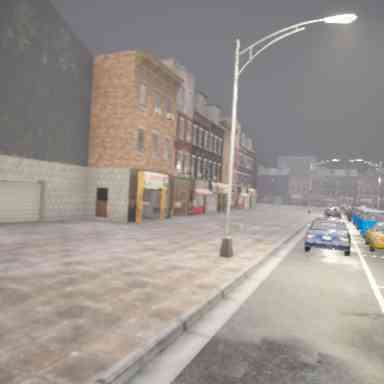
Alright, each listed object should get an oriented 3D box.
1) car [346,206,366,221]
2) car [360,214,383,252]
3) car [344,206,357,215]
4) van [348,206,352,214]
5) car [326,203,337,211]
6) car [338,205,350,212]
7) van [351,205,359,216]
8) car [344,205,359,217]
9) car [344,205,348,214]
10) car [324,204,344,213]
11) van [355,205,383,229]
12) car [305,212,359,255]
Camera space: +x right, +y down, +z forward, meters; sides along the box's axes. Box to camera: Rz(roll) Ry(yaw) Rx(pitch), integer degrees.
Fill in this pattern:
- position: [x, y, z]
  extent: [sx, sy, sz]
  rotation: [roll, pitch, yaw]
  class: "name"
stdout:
- position: [20.530, 2.634, 41.829]
  extent: [1.967, 1.590, 4.097]
  rotation: [3, 0, 23]
  class: "car"
- position: [9.377, 2.058, 16.010]
  extent: [1.752, 1.417, 4.829]
  rotation: [3, 0, 23]
  class: "car"
- position: [27.252, 3.177, 57.414]
  extent: [1.802, 1.307, 4.206]
  rotation: [3, 0, 23]
  class: "car"
- position: [16.049, 2.268, 31.439]
  extent: [1.690, 1.788, 3.998]
  rotation: [3, 0, 23]
  class: "van"
- position: [30.127, 3.232, 71.772]
  extent: [1.967, 1.590, 4.097]
  rotation: [3, 0, 23]
  class: "car"
- position: [32.099, 3.442, 70.368]
  extent: [2.008, 1.369, 4.403]
  rotation: [3, 0, 23]
  class: "car"
- position: [13.806, 2.135, 26.245]
  extent: [1.690, 1.788, 3.998]
  rotation: [3, 0, 23]
  class: "van"
- position: [25.016, 2.901, 52.219]
  extent: [1.967, 1.590, 4.097]
  rotation: [3, 0, 23]
  class: "car"
- position: [18.294, 2.375, 36.635]
  extent: [2.192, 1.841, 5.009]
  rotation: [3, 0, 23]
  class: "car"
- position: [17.564, 2.529, 41.452]
  extent: [2.128, 1.511, 4.902]
  rotation: [3, 0, 23]
  class: "car"
- position: [11.563, 2.002, 21.050]
  extent: [1.690, 1.788, 3.998]
  rotation: [3, 0, 23]
  class: "van"
- position: [6.323, 1.919, 15.426]
  extent: [2.033, 1.411, 5.357]
  rotation: [3, 0, 24]
  class: "car"
